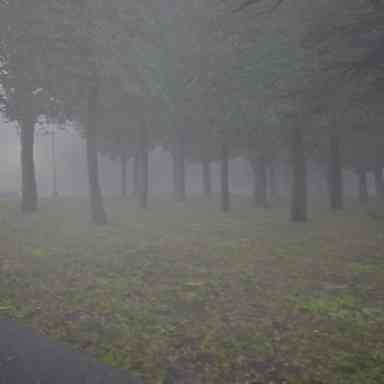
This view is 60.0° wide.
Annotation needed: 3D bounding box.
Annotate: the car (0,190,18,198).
[{"bbox_3d":[-32.387,0.501,56.871,2.128,1.511,4.902,-3,0,34],"label":"car"}]
